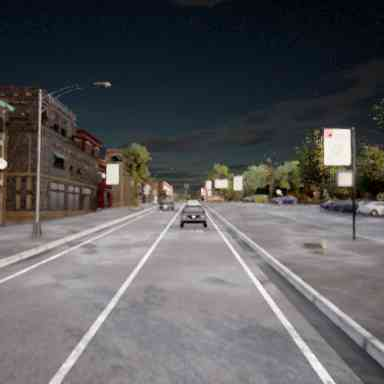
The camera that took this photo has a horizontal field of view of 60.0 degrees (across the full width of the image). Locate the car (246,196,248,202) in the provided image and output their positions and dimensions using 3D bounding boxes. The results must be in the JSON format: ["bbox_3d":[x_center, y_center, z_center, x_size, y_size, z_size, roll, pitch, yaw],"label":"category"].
[{"bbox_3d":[18.735,2.076,93.388,5.366,1.575,1.946,0,-1,0],"label":"car"}]

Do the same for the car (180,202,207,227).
[{"bbox_3d":[0.107,1.658,23.942,2.033,1.411,5.357,0,0,0],"label":"car"}]

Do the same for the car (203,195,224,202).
[{"bbox_3d":[6.114,2.024,91.144,5.366,1.575,1.946,0,-1,0],"label":"car"}]

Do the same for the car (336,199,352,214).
[{"bbox_3d":[18.718,1.621,35.746,5.008,1.535,2.097,0,0,0],"label":"car"}]

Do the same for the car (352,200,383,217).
[{"bbox_3d":[18.707,1.647,32.597,4.674,1.452,2.002,0,0,0],"label":"car"}]

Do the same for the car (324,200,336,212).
[{"bbox_3d":[18.710,1.638,39.019,4.892,1.521,2.231,0,0,0],"label":"car"}]

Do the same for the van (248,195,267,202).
[{"bbox_3d":[18.455,1.793,90.597,4.442,1.987,1.878,0,-1,0],"label":"van"}]

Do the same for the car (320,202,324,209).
[{"bbox_3d":[18.716,1.692,42.295,4.674,1.452,2.002,0,0,0],"label":"car"}]

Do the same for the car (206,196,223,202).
[{"bbox_3d":[6.308,1.965,94.066,4.553,1.767,2.185,0,-1,0],"label":"car"}]

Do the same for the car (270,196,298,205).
[{"bbox_3d":[18.773,1.638,66.631,4.553,1.767,2.185,0,0,0],"label":"car"}]

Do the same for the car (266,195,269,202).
[{"bbox_3d":[18.703,1.820,69.800,4.674,1.452,2.002,0,0,0],"label":"car"}]

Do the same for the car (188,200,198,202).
[{"bbox_3d":[0.112,1.720,40.794,1.812,1.442,4.674,0,0,0],"label":"car"}]

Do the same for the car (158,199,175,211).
[{"bbox_3d":[-3.323,1.701,44.041,2.128,1.511,4.902,0,0,0],"label":"car"}]
